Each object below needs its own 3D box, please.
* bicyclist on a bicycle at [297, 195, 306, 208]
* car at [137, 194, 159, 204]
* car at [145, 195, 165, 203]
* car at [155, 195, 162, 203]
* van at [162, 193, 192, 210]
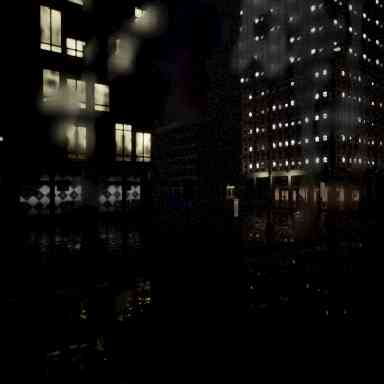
[{"bbox_3d":[12.833,1.117,39.125,1.656,1.620,0.582,-1,1,-34],"label":"bicyclist on a bicycle"},{"bbox_3d":[-7.887,1.204,59.802,1.882,1.535,5.008,-1,1,-34],"label":"car"},{"bbox_3d":[-7.063,1.238,63.215,1.887,1.381,4.507,0,0,-34],"label":"car"},{"bbox_3d":[-3.953,1.035,58.630,2.192,1.841,5.009,0,0,-34],"label":"car"},{"bbox_3d":[-1.557,1.210,40.174,1.690,1.788,3.998,0,0,-34],"label":"van"}]
